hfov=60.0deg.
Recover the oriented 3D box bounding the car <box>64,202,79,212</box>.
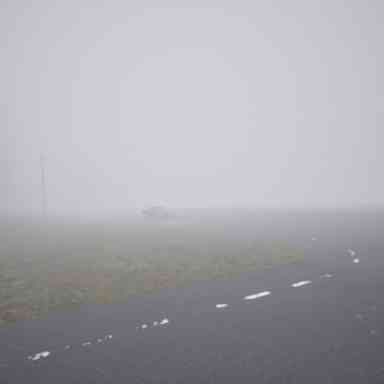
[{"bbox_3d":[-24.402,2.984,67.176,2.150,2.045,5.566,-3,0,-28],"label":"car"}]

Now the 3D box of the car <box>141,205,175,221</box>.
[{"bbox_3d":[-3.689,2.211,35.686,1.882,1.535,5.008,-3,0,-35],"label":"car"}]
